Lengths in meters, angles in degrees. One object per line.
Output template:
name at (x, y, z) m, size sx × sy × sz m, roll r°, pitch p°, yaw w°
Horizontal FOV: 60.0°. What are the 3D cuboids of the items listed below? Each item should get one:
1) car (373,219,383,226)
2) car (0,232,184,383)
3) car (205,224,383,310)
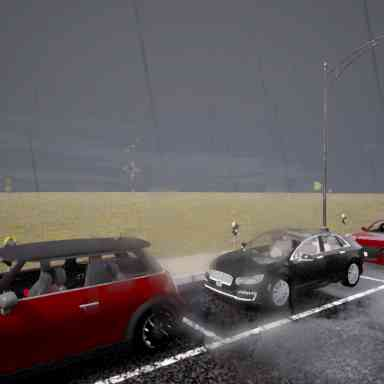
car at (6.807, 1.548, 10.954) m, size 4.507 × 1.381 × 1.887 m, roll 0°, pitch 1°, yaw -36°
car at (-2.202, 1.440, 4.516) m, size 4.097 × 1.590 × 1.967 m, roll 0°, pitch 1°, yaw -36°
car at (2.302, 1.552, 7.735) m, size 4.403 × 1.369 × 2.008 m, roll 0°, pitch 1°, yaw -36°
